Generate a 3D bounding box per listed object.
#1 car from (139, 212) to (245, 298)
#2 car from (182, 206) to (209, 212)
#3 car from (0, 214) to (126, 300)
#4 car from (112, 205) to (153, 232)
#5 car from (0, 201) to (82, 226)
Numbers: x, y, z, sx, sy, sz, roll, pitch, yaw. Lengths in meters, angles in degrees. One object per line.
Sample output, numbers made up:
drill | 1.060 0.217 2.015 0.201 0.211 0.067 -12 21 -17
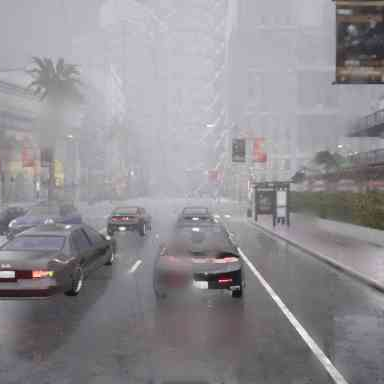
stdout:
car | 0.148 1.491 8.518 2.128 1.511 4.902 0 0 0
car | 0.180 1.505 17.935 1.837 1.490 4.892 0 0 0
car | -3.359 1.547 8.571 2.033 1.411 5.357 0 0 0
car | -3.316 1.504 18.315 1.837 1.490 4.892 0 0 0
car | -6.988 1.350 16.328 2.097 1.767 4.553 0 0 1
